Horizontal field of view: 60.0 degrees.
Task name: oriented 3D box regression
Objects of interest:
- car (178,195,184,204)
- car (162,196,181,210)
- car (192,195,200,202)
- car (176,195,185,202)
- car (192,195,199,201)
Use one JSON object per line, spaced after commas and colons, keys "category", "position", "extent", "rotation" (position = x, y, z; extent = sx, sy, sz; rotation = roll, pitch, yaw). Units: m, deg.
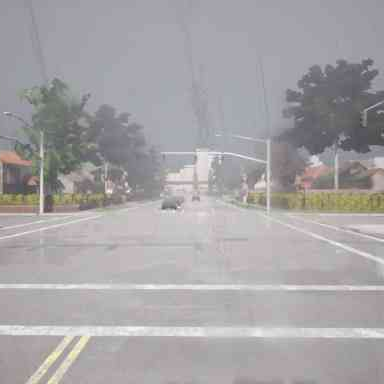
{"category": "car", "position": [-2.774, 1.505, 53.271], "extent": [1.837, 1.490, 4.892], "rotation": [0, 0, 1]}
{"category": "car", "position": [-2.852, 1.547, 43.438], "extent": [2.033, 1.411, 5.357], "rotation": [0, 0, 0]}
{"category": "car", "position": [0.981, 1.500, 79.125], "extent": [1.837, 1.490, 4.892], "rotation": [0, 0, 0]}
{"category": "car", "position": [-2.555, 1.478, 73.944], "extent": [1.882, 1.535, 5.008], "rotation": [0, 0, 0]}
{"category": "car", "position": [1.051, 1.514, 89.523], "extent": [1.812, 1.442, 4.674], "rotation": [0, 0, 0]}
